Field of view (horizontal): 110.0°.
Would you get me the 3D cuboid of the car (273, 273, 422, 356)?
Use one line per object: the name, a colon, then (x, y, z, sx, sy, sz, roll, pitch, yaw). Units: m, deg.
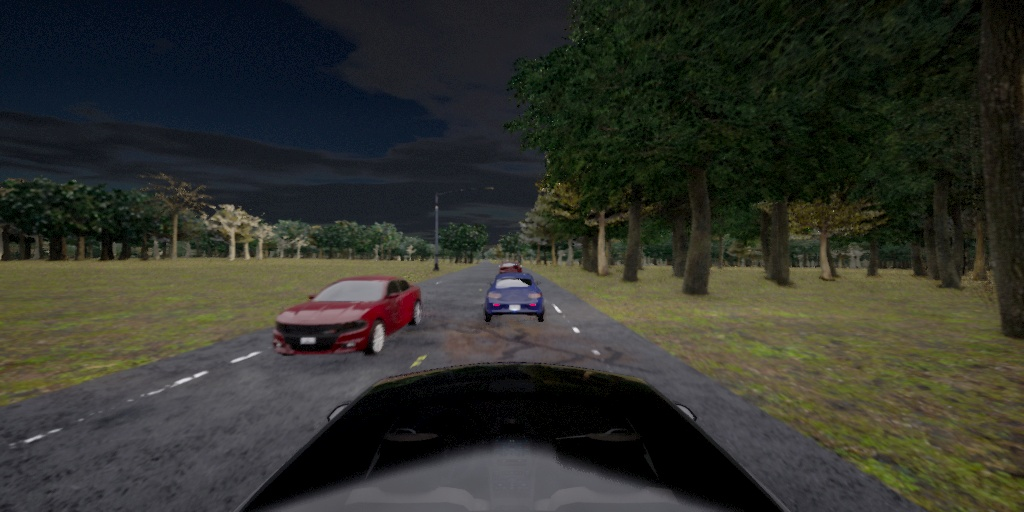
car: (-3.623, 1.229, 8.849, 1.882, 1.535, 5.008, 0, 0, 0)

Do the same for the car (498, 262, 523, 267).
car: (-0.121, 1.211, 30.396, 1.882, 1.535, 5.008, 0, 0, -1)

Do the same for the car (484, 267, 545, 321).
car: (0.070, 1.276, 12.331, 1.812, 1.442, 4.674, 0, 0, 0)
